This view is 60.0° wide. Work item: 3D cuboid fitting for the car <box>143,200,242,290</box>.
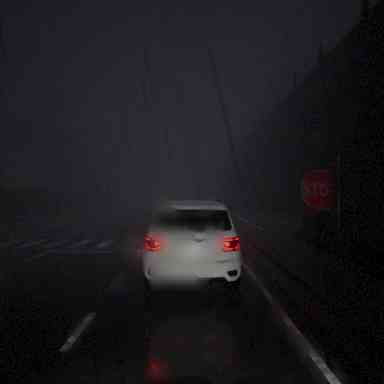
[{"bbox_3d":[-0.014,1.221,9.232,2.150,2.045,5.566,0,0,-1],"label":"car"}]
